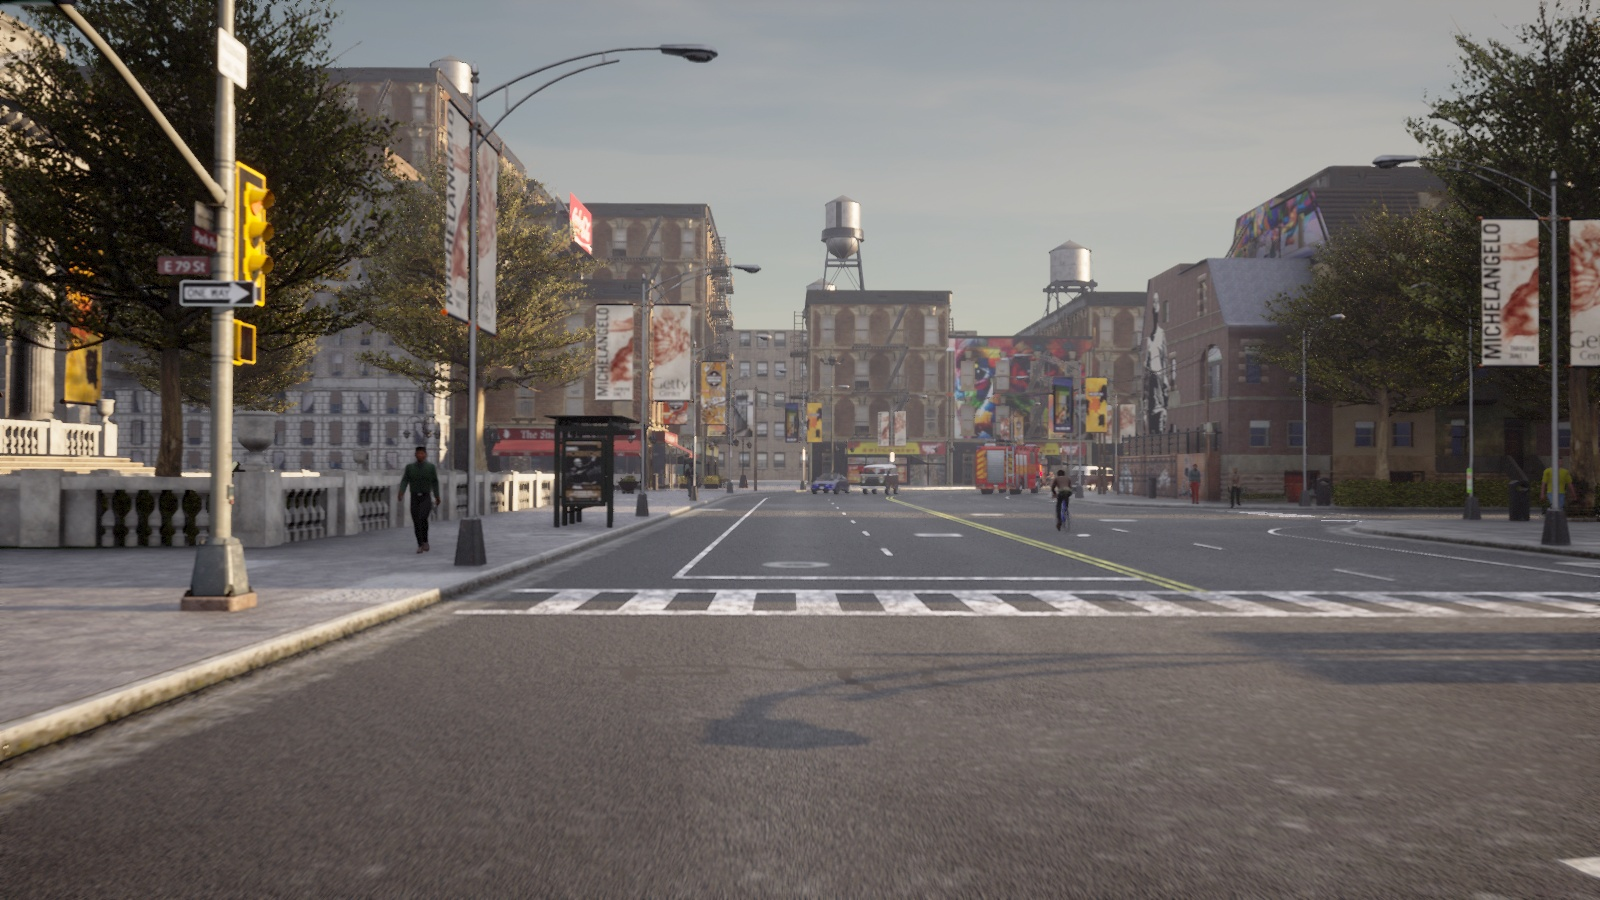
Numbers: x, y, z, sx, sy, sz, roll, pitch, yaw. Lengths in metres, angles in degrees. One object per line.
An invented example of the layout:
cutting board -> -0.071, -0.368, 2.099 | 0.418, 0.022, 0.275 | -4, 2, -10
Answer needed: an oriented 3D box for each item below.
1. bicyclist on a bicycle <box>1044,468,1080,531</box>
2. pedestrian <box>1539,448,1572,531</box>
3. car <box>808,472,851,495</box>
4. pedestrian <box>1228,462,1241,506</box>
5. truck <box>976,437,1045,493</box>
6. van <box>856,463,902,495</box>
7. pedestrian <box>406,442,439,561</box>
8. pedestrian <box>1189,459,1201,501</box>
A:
bicyclist on a bicycle -> 6.921, 1.297, 33.239 | 0.582, 1.620, 1.656 | 0, -1, 0
pedestrian -> 16.928, 0.875, 28.141 | 0.354, 1.836, 0.706 | 0, -1, 6
car -> 2.058, 2.248, 85.173 | 1.816, 1.474, 4.193 | -1, -1, 18
pedestrian -> 18.471, 1.442, 53.349 | 0.331, 1.846, 0.634 | -1, -1, 35
truck -> 15.149, 1.096, 89.863 | 2.891, 3.827, 8.468 | -1, -1, 24
van -> 5.340, 1.924, 83.920 | 2.069, 2.038, 4.480 | -1, -1, 17
pedestrian -> -6.301, 0.848, 20.977 | 0.423, 1.949, 0.788 | 0, -1, -10
pedestrian -> 17.557, 1.337, 55.803 | 0.353, 1.847, 0.614 | 0, -1, 6
